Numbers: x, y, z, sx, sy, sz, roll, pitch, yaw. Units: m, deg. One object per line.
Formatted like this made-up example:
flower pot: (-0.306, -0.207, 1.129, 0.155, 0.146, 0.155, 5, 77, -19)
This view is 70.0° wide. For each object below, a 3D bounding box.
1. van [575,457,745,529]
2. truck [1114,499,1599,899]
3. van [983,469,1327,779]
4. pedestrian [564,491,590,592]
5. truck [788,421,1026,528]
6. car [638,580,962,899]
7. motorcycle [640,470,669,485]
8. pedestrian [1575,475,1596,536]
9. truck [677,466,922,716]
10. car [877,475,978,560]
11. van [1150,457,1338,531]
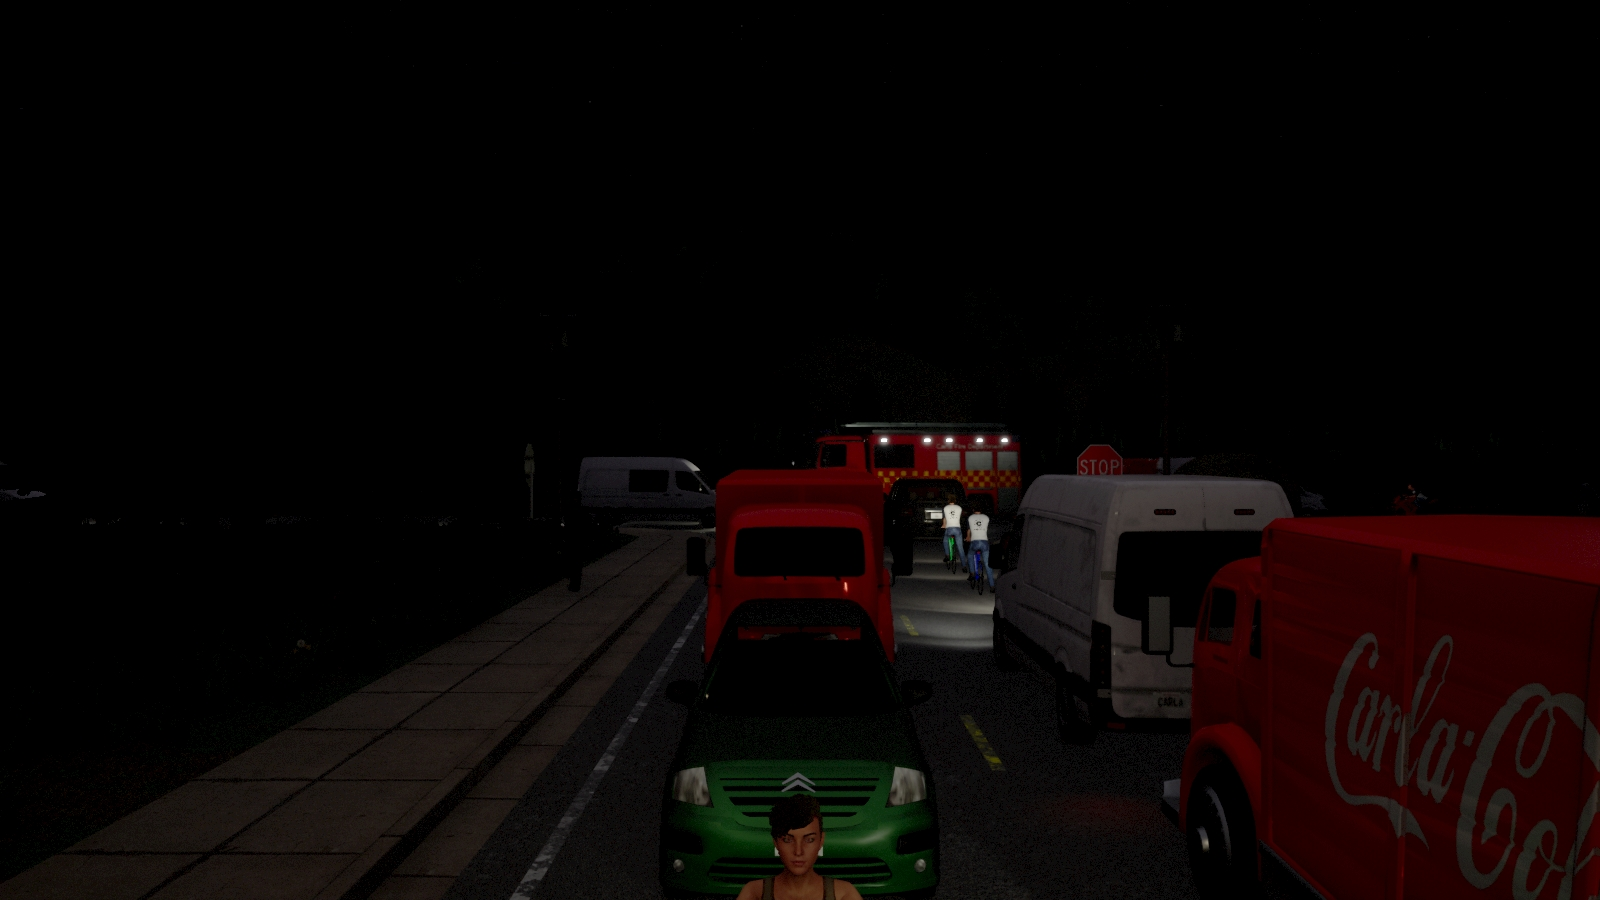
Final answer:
van: (-5.062, 1.528, 41.723, 5.915, 2.561, 1.988, 0, 0, 3)
truck: (3.501, 1.573, 5.335, 2.627, 2.467, 5.204, 0, 0, 0)
van: (3.517, 1.543, 12.749, 1.988, 2.561, 5.915, 0, 0, 0)
pedestrian: (-4.173, 1.707, 21.380, 0.375, 1.860, 0.375, 0, 0, 6)
truck: (4.021, 0.889, 43.331, 8.468, 3.827, 2.891, 0, 0, -14)
car: (-0.002, 2.006, 8.512, 1.851, 1.617, 3.988, 0, 0, 0)
motorcycle: (-11.762, 2.224, 92.327, 2.209, 1.251, 0.867, 0, 0, 5)
pedestrian: (23.950, 1.685, 34.847, 0.375, 1.860, 0.375, 0, 0, -9)
truck: (-0.012, 1.553, 14.866, 2.627, 2.467, 5.204, 0, 2, 0)
car: (3.475, 1.799, 32.193, 2.150, 2.045, 5.566, 0, 0, -1)
van: (15.738, 1.524, 40.711, 5.915, 2.561, 1.988, 0, 0, 3)
